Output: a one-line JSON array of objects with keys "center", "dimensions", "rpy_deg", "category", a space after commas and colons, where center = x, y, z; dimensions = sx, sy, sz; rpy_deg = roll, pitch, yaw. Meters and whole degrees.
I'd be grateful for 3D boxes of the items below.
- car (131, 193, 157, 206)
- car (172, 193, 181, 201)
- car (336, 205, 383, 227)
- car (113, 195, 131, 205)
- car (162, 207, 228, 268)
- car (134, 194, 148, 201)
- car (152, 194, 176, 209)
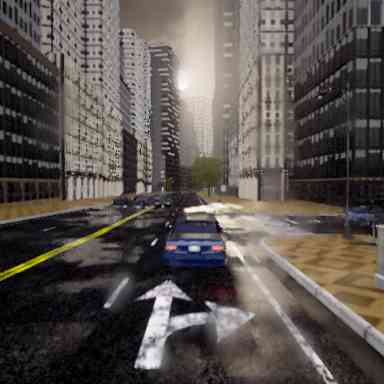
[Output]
[{"center": [-6.604, 1.149, 46.155], "dimensions": [2.033, 1.411, 5.357], "rpy_deg": [0, 1, 0], "category": "car"}, {"center": [-3.178, 0.943, 65.223], "dimensions": [1.837, 1.490, 4.892], "rpy_deg": [0, 0, 0], "category": "car"}, {"center": [12.482, 1.548, 21.894], "dimensions": [5.357, 1.411, 2.033], "rpy_deg": [1, 1, 9], "category": "car"}, {"center": [-9.847, 1.156, 47.330], "dimensions": [1.994, 1.385, 4.181], "rpy_deg": [0, 0, 0], "category": "car"}, {"center": [0.172, 1.452, 10.906], "dimensions": [2.033, 1.411, 5.357], "rpy_deg": [0, 0, 3], "category": "car"}, {"center": [-9.788, 1.050, 63.991], "dimensions": [1.895, 1.301, 4.718], "rpy_deg": [0, 1, 0], "category": "car"}, {"center": [-3.169, 1.270, 38.537], "dimensions": [1.895, 1.301, 4.718], "rpy_deg": [0, 1, 0], "category": "car"}]
